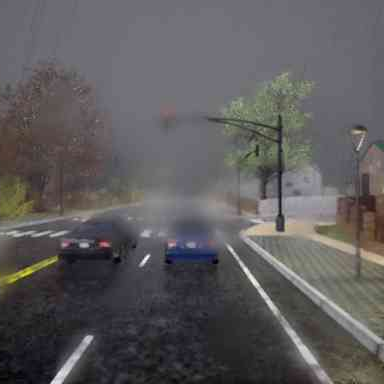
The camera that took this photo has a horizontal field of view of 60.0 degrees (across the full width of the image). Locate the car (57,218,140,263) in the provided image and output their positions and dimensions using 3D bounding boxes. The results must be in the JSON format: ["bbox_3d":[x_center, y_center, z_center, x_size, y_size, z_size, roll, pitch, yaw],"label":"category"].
[{"bbox_3d":[-3.245,1.678,12.548,2.033,1.411,5.357,0,-1,0],"label":"car"}]

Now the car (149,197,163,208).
[{"bbox_3d":[-6.546,1.887,61.603,2.150,2.045,5.566,0,-1,1],"label":"car"}]

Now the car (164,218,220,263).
[{"bbox_3d":[0.005,1.678,12.536,2.033,1.411,5.357,0,-1,0],"label":"car"}]
